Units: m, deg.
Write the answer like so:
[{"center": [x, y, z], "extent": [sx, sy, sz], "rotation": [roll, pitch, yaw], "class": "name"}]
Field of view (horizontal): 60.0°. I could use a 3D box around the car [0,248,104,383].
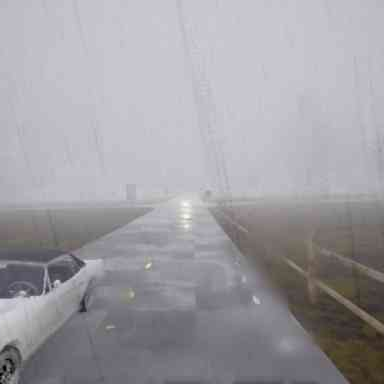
[{"center": [-2.848, 1.645, 5.037], "extent": [1.895, 1.301, 4.718], "rotation": [0, 0, 0], "class": "car"}]
